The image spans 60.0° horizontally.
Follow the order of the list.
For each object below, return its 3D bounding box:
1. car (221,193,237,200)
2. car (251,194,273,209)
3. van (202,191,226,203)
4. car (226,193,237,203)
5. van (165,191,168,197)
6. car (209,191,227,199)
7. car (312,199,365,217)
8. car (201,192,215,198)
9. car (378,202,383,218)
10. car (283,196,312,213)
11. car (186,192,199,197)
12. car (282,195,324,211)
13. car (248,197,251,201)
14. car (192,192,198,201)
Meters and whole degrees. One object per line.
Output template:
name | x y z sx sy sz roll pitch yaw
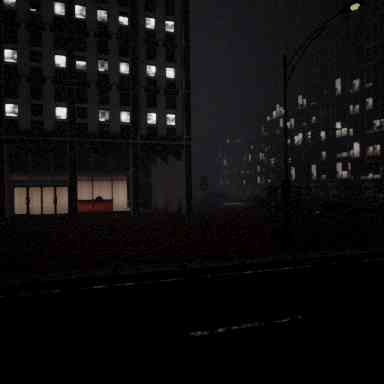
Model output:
car | 7.697 0.952 69.609 1.802 1.307 4.206 0 1 -20
car | 9.300 1.330 40.012 1.947 1.339 4.313 0 1 -20
van | 3.622 0.950 56.085 1.690 1.788 3.998 0 1 -20
car | 5.957 1.040 57.458 1.882 1.535 5.008 -1 1 -19
van | -5.925 0.685 82.852 1.690 1.788 3.998 0 1 -20
car | 5.786 0.632 74.959 2.192 1.841 5.009 0 1 -20
car | 13.047 1.433 29.278 1.947 1.339 4.313 0 1 -20
car | 3.877 0.704 80.313 1.967 1.590 4.097 0 1 -20
car | 17.047 1.216 26.029 2.097 1.767 4.553 -1 1 -18
car | 11.155 1.398 34.640 1.802 1.307 4.206 0 1 -20
car | 0.059 0.708 91.020 2.008 1.369 4.403 0 1 -20
car | 12.674 1.224 38.402 1.882 1.535 5.008 -1 1 -19
car | 11.516 1.058 58.902 1.802 1.307 4.206 0 1 -20
car | -0.197 1.054 66.794 2.008 1.369 4.403 0 1 -20
